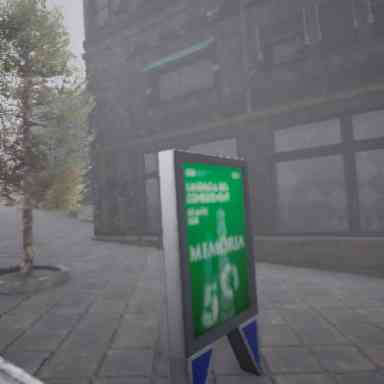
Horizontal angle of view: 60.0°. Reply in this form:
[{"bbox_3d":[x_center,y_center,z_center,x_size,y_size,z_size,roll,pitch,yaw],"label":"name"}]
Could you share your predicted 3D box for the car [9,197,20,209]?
[{"bbox_3d":[-28.472,1.827,56.015,2.435,2.045,5.566,-4,-1,15],"label":"car"}]
